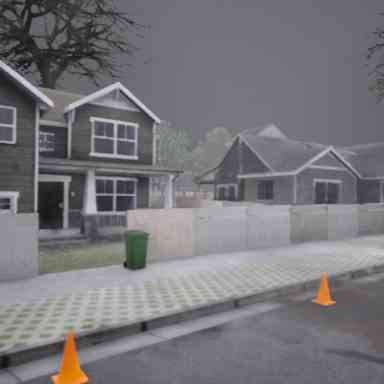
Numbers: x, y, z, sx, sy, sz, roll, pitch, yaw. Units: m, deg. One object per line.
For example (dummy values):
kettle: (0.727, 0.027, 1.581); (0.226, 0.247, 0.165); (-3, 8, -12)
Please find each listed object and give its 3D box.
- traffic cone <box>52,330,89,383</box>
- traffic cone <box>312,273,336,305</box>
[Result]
traffic cone: (-1.453, 1.950, 3.977); (0.340, 0.580, 0.340); (0, 0, -35)
traffic cone: (2.712, 1.965, 6.835); (0.340, 0.580, 0.340); (0, 0, -34)
